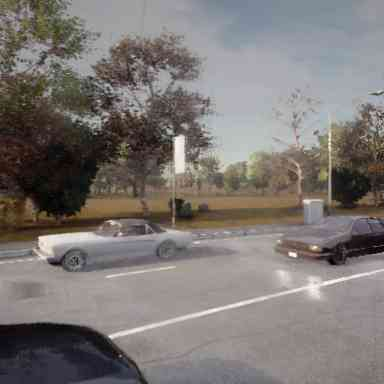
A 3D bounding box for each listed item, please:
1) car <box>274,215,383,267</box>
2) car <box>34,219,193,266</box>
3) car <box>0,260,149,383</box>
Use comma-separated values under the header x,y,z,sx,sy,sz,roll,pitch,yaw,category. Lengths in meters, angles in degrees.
x,y,z,sx,sy,sz,roll,pitch,yaw,category
5.349,1.509,11.471,5.357,1.411,2.033,0,0,-31,car
-2.417,1.563,10.684,4.718,1.301,1.895,0,0,-33,car
-2.260,1.556,2.013,4.181,1.385,1.994,0,0,-36,car
